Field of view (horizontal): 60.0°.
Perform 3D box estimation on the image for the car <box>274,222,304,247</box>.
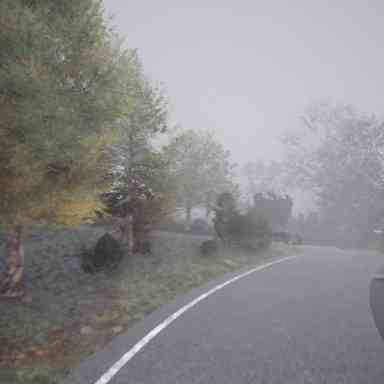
[{"bbox_3d":[4.352,2.400,20.115,4.902,1.511,2.128,7,-7,-12],"label":"car"}]
